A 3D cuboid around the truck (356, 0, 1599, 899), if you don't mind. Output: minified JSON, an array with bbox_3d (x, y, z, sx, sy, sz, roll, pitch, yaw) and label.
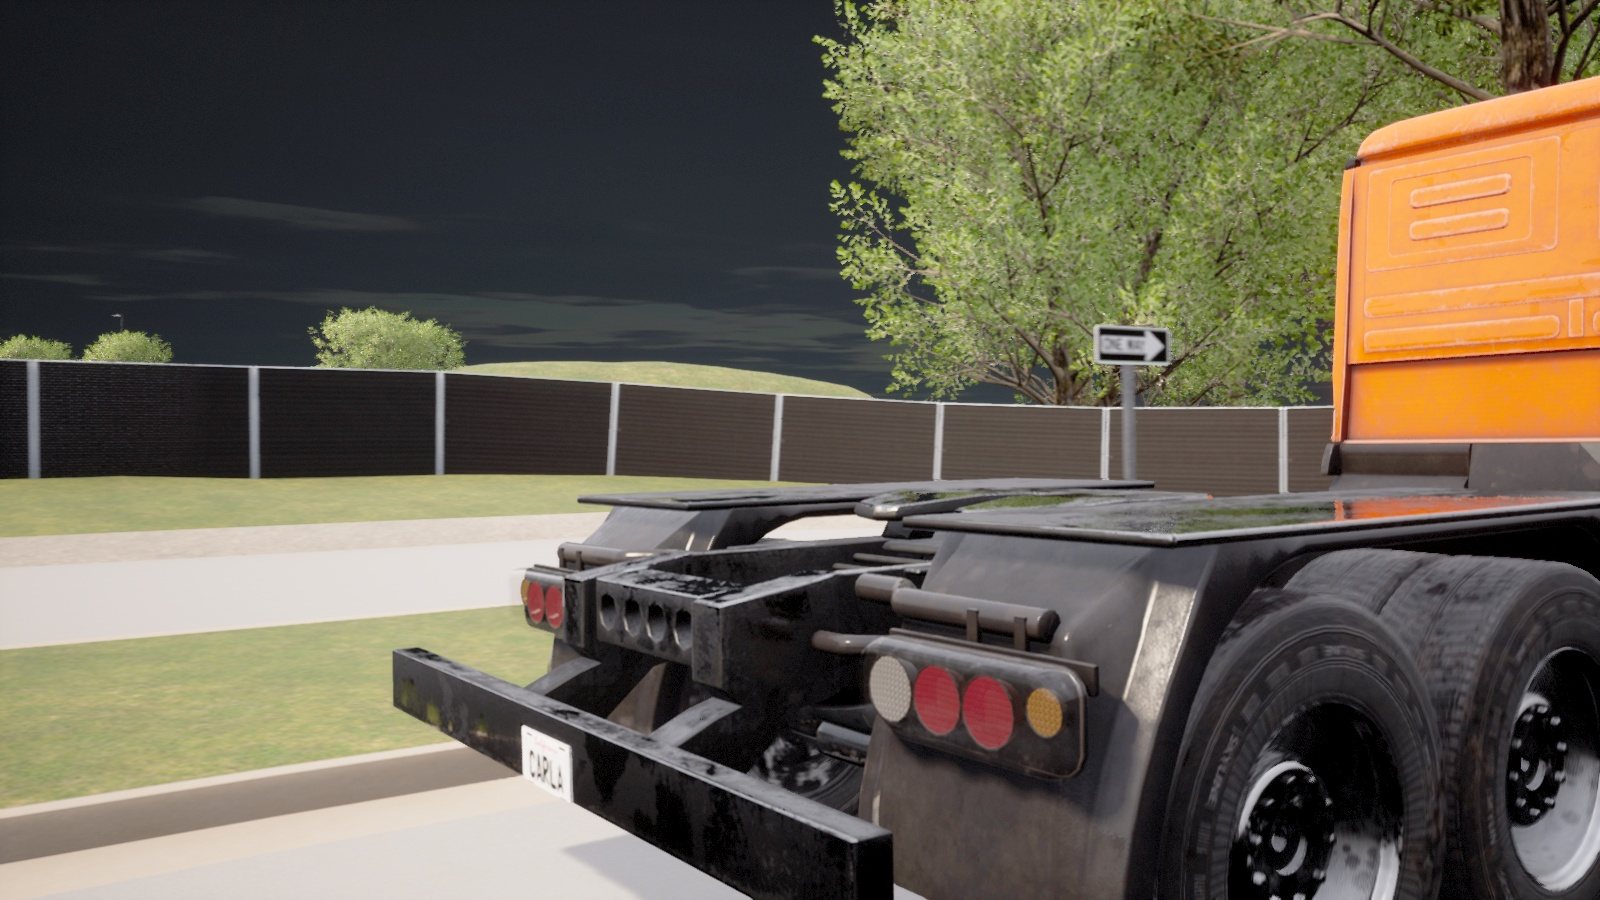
[{"bbox_3d":[2.561,-0.301,5.457,7.936,3.462,2.891,-1,1,-35],"label":"truck"}]
